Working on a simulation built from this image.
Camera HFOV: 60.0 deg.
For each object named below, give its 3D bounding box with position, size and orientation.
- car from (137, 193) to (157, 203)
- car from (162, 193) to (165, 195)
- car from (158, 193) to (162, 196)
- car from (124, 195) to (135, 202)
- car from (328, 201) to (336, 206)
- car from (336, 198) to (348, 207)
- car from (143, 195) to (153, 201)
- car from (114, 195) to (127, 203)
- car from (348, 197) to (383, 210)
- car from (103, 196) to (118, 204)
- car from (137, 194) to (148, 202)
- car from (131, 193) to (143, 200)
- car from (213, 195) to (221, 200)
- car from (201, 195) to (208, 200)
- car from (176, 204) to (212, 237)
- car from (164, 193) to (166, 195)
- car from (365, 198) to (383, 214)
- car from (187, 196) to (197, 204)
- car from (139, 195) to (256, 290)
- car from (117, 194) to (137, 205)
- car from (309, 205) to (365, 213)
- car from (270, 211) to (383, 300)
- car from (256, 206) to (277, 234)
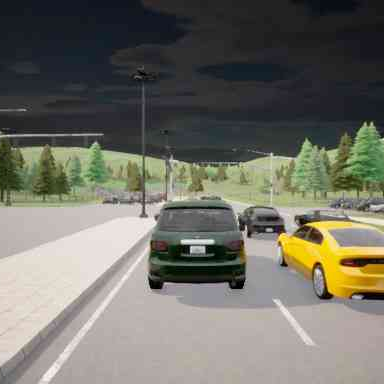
[{"bbox_3d":[-8.119,1.491,60.517,2.128,1.511,4.902,0,0,0],"label":"car"},{"bbox_3d":[-8.072,1.553,78.106,1.994,1.385,4.181,0,0,0],"label":"car"},{"bbox_3d":[-8.063,1.355,69.598,2.097,1.767,4.553,0,0,0],"label":"car"},{"bbox_3d":[-15.074,1.478,80.658,1.882,1.535,5.008,0,0,0],"label":"car"},{"bbox_3d":[20.796,1.526,44.866,4.674,1.442,1.812,0,0,1],"label":"car"},{"bbox_3d":[21.083,1.492,41.362,4.902,1.511,2.128,0,0,1],"label":"car"},{"bbox_3d":[-11.580,1.553,88.139,1.994,1.385,4.181,0,0,0],"label":"car"},{"bbox_3d":[-15.064,1.500,70.270,1.837,1.490,4.892,0,0,0],"label":"car"},{"bbox_3d":[20.803,1.352,37.864,4.553,1.767,2.097,0,0,1],"label":"car"},{"bbox_3d":[-15.108,1.564,61.597,1.994,1.385,4.181,0,0,0],"label":"car"},{"bbox_3d":[-11.572,1.355,78.127,2.097,1.767,4.553,0,0,0],"label":"car"},{"bbox_3d":[-15.071,1.224,91.200,2.150,2.045,5.566,0,0,0],"label":"car"},{"bbox_3d":[6.946,1.595,93.294,1.895,1.301,4.718,0,0,1],"label":"car"},{"bbox_3d":[3.432,1.595,91.549,1.895,1.301,4.718,0,0,1],"label":"car"},{"bbox_3d":[0.086,1.506,19.221,1.837,1.490,4.892,0,0,0],"label":"car"},{"bbox_3d":[-8.079,1.225,88.598,2.150,2.045,5.566,0,0,0],"label":"car"},{"bbox_3d":[21.018,1.601,34.360,4.718,1.301,1.895,0,0,1],"label":"car"},{"bbox_3d":[0.035,1.477,62.948,1.882,1.535,5.008,0,0,0],"label":"car"},{"bbox_3d":[0.095,1.221,9.188,2.150,2.045,5.566,0,0,0],"label":"car"},{"bbox_3d":[-11.664,1.526,60.171,1.812,1.442,4.674,0,0,1],"label":"car"},{"bbox_3d":[7.087,1.601,18.047,1.895,1.301,4.718,0,0,0],"label":"car"},{"bbox_3d":[3.592,1.478,8.442,1.882,1.535,5.008,0,0,0],"label":"car"},{"bbox_3d":[3.587,1.506,17.833,1.837,1.490,4.892,0,0,0],"label":"car"}]
